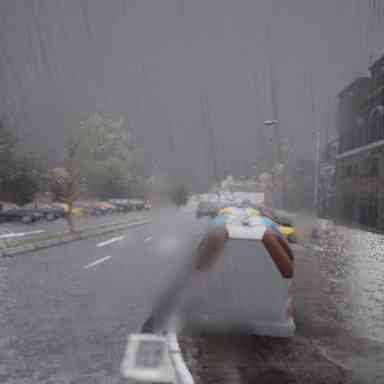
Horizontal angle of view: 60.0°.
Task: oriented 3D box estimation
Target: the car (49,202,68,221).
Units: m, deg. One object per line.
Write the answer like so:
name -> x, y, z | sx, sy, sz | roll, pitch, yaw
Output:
car -> -13.259, 1.629, 28.019 | 4.892, 1.521, 2.231 | 2, -1, -13

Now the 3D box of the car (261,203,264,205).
car -> 6.143, 2.499, 38.014 | 5.566, 2.045, 2.435 | 4, -1, -13

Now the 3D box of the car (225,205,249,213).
car -> 10.464, 3.845, 76.885 | 4.892, 1.521, 2.231 | 4, -2, -14

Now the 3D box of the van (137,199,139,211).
van -> -10.655, 2.031, 49.989 | 4.442, 1.987, 1.878 | 2, -2, -13

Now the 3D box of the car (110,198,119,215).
car -> -11.742, 1.875, 41.090 | 4.553, 1.767, 2.185 | 2, -1, -13

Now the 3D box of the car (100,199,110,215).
car -> -12.140, 1.789, 38.126 | 4.553, 1.767, 2.185 | 2, -2, -13

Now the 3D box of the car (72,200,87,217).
car -> -13.059, 1.714, 31.342 | 5.366, 1.575, 1.946 | 2, -1, -13

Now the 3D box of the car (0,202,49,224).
car -> -13.655, 1.531, 24.650 | 4.892, 1.521, 2.231 | 2, -2, -13

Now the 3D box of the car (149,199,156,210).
car -> -9.598, 2.508, 58.870 | 5.366, 1.575, 1.946 | 2, -2, -13

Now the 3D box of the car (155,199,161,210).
car -> -9.089, 2.702, 64.747 | 4.792, 1.488, 2.163 | 2, -2, -14

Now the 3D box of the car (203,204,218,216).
car -> 3.002, 2.800, 52.315 | 2.097, 1.767, 4.553 | 3, -1, 7

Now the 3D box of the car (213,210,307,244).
car -> 4.236, 2.224, 20.099 | 5.366, 1.575, 1.946 | 4, -2, -13

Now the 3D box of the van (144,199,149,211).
van -> -9.992, 2.198, 55.905 | 4.442, 1.987, 1.878 | 2, -2, -14

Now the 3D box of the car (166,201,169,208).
car -> -8.286, 2.843, 70.695 | 5.366, 1.575, 1.946 | 2, -2, -14

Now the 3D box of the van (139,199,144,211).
van -> -10.324, 2.114, 52.946 | 4.442, 1.987, 1.878 | 2, -2, -13

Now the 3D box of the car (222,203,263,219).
car -> 7.551, 2.841, 49.982 | 5.566, 2.045, 2.435 | 4, -2, -13

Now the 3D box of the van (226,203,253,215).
van -> 8.765, 3.195, 61.880 | 4.442, 1.987, 1.878 | 4, -1, -14

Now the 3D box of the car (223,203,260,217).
car -> 8.228, 3.010, 55.950 | 5.566, 2.045, 2.435 | 4, -2, -13

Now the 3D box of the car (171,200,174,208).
car -> -7.554, 3.087, 79.499 | 5.008, 1.535, 2.097 | 2, -1, -14

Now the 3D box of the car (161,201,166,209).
car -> -8.804, 2.503, 67.689 | 5.566, 2.045, 2.435 | 2, -1, -14

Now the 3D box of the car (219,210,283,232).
car -> 5.114, 2.497, 29.054 | 5.008, 1.535, 2.097 | 4, -1, -13

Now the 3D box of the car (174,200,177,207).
car -> -7.065, 3.277, 85.387 | 4.792, 1.488, 2.163 | 2, -1, -15

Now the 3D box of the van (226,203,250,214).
van -> 9.432, 3.363, 67.865 | 4.442, 1.987, 1.878 | 4, -1, -14

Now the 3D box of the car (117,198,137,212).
car -> -11.128, 1.915, 46.994 | 5.566, 2.045, 2.435 | 2, -1, -14

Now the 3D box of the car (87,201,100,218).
car -> -12.471, 1.850, 34.770 | 4.792, 1.488, 2.163 | 2, -2, -13

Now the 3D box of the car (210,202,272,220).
car -> 4.447, 2.066, 23.075 | 5.566, 2.045, 2.435 | 4, -2, -13

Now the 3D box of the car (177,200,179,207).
car -> -6.765, 3.360, 88.365 | 4.792, 1.488, 2.163 | 2, -2, -15

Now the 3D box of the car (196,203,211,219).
car -> 1.833, 2.365, 41.565 | 2.150, 2.045, 5.566 | 3, -2, 7

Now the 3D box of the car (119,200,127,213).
car -> -11.447, 2.124, 44.042 | 4.674, 1.452, 2.002 | 2, -2, -13
